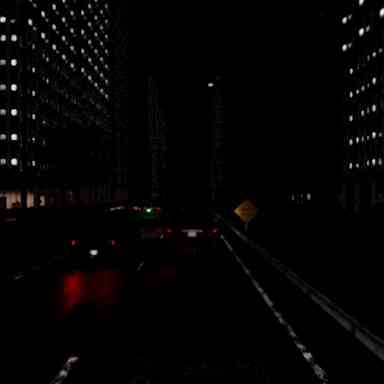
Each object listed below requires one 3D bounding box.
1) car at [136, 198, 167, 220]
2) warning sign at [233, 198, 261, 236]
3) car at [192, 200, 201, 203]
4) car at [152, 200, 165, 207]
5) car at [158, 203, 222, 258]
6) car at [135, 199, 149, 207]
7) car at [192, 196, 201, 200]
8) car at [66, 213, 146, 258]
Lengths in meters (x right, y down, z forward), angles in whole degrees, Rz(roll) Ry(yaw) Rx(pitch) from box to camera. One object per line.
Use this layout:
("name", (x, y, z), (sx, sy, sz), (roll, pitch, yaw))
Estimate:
("car", (-3.246, 1.491, 27.551), (2.150, 2.045, 5.566), (0, 0, 0))
("warning sign", (2.861, 1.285, 17.451), (1.300, 1.860, 1.060), (1, 0, 0))
("car", (0.024, 1.760, 29.233), (1.882, 1.535, 5.008), (0, 0, 1))
("car", (-6.526, 2.229, 65.295), (1.895, 1.301, 4.718), (0, -1, 0))
("car", (0.021, 1.481, 13.413), (2.097, 1.767, 4.553), (0, -1, 1))
("car", (-9.781, 2.131, 65.316), (2.128, 1.511, 4.902), (0, -1, 0))
("car", (1.116, 2.031, 83.500), (2.150, 2.045, 5.566), (0, -1, 0))
("car", (-3.234, 1.729, 13.241), (1.895, 1.301, 4.718), (0, -1, 0))
